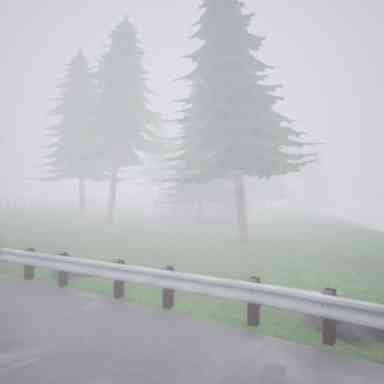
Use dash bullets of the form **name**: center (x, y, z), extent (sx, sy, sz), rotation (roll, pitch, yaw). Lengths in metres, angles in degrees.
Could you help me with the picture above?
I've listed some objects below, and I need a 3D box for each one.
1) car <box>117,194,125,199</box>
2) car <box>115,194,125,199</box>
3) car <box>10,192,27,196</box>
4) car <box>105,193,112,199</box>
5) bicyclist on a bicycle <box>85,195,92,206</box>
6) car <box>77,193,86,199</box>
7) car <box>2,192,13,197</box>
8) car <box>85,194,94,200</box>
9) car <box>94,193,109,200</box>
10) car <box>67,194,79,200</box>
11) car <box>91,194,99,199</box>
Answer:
- **car**: center (-19.754, 1.127, 92.733), extent (1.895, 1.301, 4.718), rotation (0, 0, -14)
- **car**: center (-18.423, 1.329, 82.467), extent (1.895, 1.301, 4.718), rotation (0, 0, -6)
- **car**: center (-39.162, 1.290, 76.596), extent (1.994, 1.385, 4.181), rotation (0, 0, 1)
- **car**: center (-23.190, 1.056, 92.076), extent (1.812, 1.442, 4.674), rotation (0, 0, -14)
- **bicyclist on a bicycle**: center (-16.240, 1.318, 51.434), extent (1.656, 1.620, 0.582), rotation (4, 1, 15)
- **car**: center (-30.076, 1.072, 90.820), extent (2.033, 1.411, 5.357), rotation (0, 0, -14)
- **car**: center (-42.668, 0.961, 76.375), extent (2.150, 2.045, 5.566), rotation (0, 0, 1)
- **car**: center (-25.341, 1.205, 81.093), extent (1.882, 1.535, 5.008), rotation (0, 0, -6)
- **car**: center (-21.879, 1.256, 81.765), extent (2.128, 1.511, 4.902), rotation (0, 0, -6)
- **car**: center (-28.777, 1.269, 80.250), extent (2.033, 1.411, 5.357), rotation (0, 0, -6)
- **car**: center (-26.641, 1.127, 91.477), extent (1.895, 1.301, 4.718), rotation (0, 0, -14)
